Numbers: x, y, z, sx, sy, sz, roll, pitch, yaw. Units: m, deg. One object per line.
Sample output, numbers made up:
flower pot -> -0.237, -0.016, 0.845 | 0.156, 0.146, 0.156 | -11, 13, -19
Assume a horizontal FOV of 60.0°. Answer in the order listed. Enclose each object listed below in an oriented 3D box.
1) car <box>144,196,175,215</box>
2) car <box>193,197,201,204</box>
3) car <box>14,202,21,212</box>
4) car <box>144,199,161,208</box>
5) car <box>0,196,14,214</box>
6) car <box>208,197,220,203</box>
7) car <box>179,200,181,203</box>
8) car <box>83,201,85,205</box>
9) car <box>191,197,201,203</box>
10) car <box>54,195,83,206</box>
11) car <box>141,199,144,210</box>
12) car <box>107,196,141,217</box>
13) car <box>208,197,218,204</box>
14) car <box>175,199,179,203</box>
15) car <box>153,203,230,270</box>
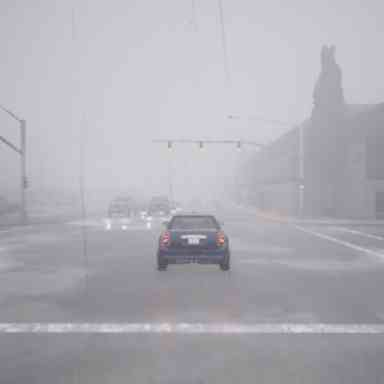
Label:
car -> -3.525, 1.430, 36.855 | 2.150, 2.045, 5.566 | 0, 0, 1
car -> 1.148, 1.893, 73.966 | 1.882, 1.535, 5.008 | 0, 0, 2
car -> -21.265, 1.369, 36.912 | 3.866, 1.878, 1.905 | 0, 0, 0
car -> -6.443, 1.857, 54.669 | 2.033, 1.411, 5.357 | 0, 0, 2
car -> -21.332, 1.350, 34.018 | 4.605, 1.855, 1.932 | 0, 0, 0
car -> 4.340, 1.883, 63.675 | 1.812, 1.442, 4.674 | 0, 0, 2
car -> -2.873, 1.920, 56.691 | 1.895, 1.301, 4.718 | 0, 0, 2
car -> -21.191, 1.735, 59.429 | 3.806, 1.475, 1.970 | 0, 0, 0
car -> 0.845, 1.864, 63.878 | 1.837, 1.490, 4.892 | 0, 0, 2
car -> -21.215, 1.479, 56.535 | 3.866, 1.878, 1.905 | 0, 0, 0
car -> -6.822, 1.729, 44.393 | 1.882, 1.535, 5.008 | 0, 0, 2
car -> -7.078, 1.417, 34.452 | 2.150, 2.045, 5.566 | 0, 0, 1
car -> 4.649, 1.940, 73.953 | 2.128, 1.511, 4.902 | 0, 0, 2
car -> -3.246, 1.789, 46.660 | 1.812, 1.442, 4.674 | 0, 0, 2
car -> 0.040, 1.416, 11.445 | 2.097, 1.767, 4.553 | 0, 0, 0
